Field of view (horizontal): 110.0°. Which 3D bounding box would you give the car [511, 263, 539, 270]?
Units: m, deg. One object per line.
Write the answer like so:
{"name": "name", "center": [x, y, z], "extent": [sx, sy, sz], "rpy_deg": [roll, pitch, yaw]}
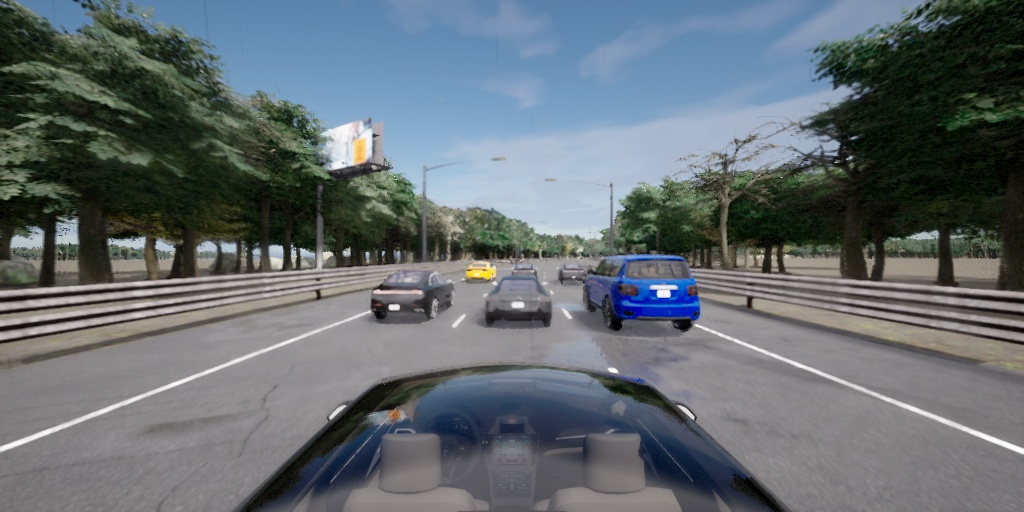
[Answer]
{"name": "car", "center": [0.964, 1.264, 27.357], "extent": [2.128, 1.511, 4.902], "rpy_deg": [0, 0, 4]}

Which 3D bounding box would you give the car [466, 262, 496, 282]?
{"name": "car", "center": [-2.419, 1.245, 29.057], "extent": [1.882, 1.535, 5.008], "rpy_deg": [0, 0, 4]}

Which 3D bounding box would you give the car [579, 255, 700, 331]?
{"name": "car", "center": [3.714, 0.986, 11.247], "extent": [2.150, 2.045, 5.566], "rpy_deg": [0, 0, 2]}

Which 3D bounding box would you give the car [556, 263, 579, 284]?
{"name": "car", "center": [4.461, 1.269, 27.199], "extent": [2.128, 1.511, 4.902], "rpy_deg": [0, 0, 4]}

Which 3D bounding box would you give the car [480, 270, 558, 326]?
{"name": "car", "center": [0.236, 1.319, 11.777], "extent": [1.994, 1.385, 4.181], "rpy_deg": [0, 0, 2]}

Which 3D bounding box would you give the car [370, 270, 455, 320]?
{"name": "car", "center": [-3.239, 1.244, 12.558], "extent": [2.128, 1.511, 4.902], "rpy_deg": [0, 0, 2]}
